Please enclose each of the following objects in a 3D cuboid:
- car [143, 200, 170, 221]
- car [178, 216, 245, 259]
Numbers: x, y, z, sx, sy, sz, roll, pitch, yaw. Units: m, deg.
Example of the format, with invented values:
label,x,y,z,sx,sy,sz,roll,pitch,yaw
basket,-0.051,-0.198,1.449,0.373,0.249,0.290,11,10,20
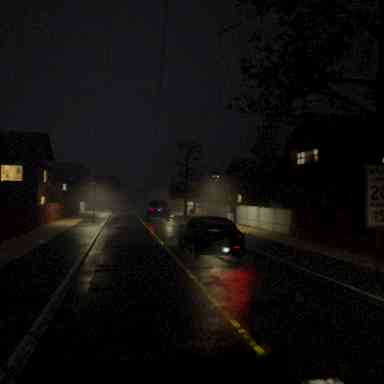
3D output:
label,x,y,z,sx,sy,sz,roll,pitch,yaw
car,-3.570,1.795,33.193,2.150,2.045,5.566,1,-1,-13
car,0.636,1.739,13.612,1.837,1.490,4.892,1,-1,-12
